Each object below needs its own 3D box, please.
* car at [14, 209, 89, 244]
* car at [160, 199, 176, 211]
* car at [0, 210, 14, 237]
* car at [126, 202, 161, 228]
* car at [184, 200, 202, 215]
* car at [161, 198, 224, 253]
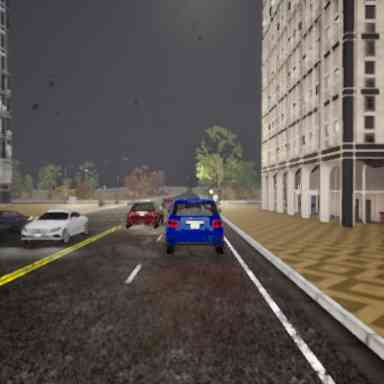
[{"bbox_3d":[-6.505,1.588,16.388,1.812,1.442,4.674,0,0,0],"label":"car"},{"bbox_3d":[-3.139,1.676,44.527,1.812,1.442,4.674,0,0,0],"label":"car"},{"bbox_3d":[-9.753,1.610,16.484,2.033,1.411,5.357,0,0,0],"label":"car"},{"bbox_3d":[-3.144,1.438,23.063,2.097,1.767,4.553,0,0,0],"label":"car"},{"bbox_3d":[0.110,1.654,36.684,1.812,1.442,4.674,0,0,0],"label":"car"},{"bbox_3d":[0.104,1.274,14.059,2.150,2.045,5.566,0,0,0],"label":"car"}]
